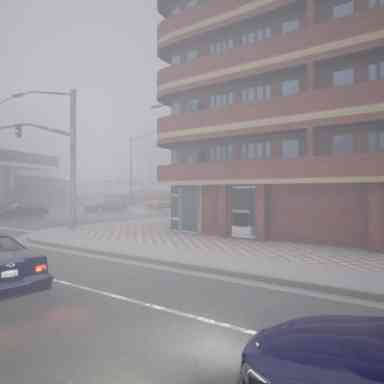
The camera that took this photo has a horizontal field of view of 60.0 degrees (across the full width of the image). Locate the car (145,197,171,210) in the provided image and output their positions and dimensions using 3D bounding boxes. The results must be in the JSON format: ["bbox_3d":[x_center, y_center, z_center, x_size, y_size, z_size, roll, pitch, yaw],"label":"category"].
[{"bbox_3d":[-4.011,1.388,43.221,2.097,1.767,4.553,0,0,34],"label":"car"}]

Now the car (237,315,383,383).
[{"bbox_3d":[2.548,1.536,2.176,4.674,1.442,1.812,0,0,35],"label":"car"}]

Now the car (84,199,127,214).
[{"bbox_3d":[-9.202,1.494,35.609,1.882,1.535,5.008,0,0,34],"label":"car"}]

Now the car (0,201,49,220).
[{"bbox_3d":[-14.393,1.522,27.967,1.812,1.442,4.674,0,0,34],"label":"car"}]

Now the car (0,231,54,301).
[{"bbox_3d":[-5.305,1.545,7.672,5.357,1.411,2.033,0,0,38],"label":"car"}]
